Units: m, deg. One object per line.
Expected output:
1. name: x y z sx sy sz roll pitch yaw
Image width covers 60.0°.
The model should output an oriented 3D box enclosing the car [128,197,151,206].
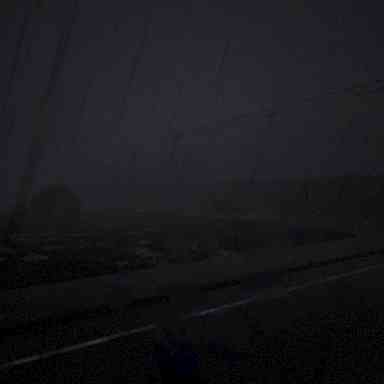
1. car: -7.869 1.491 49.628 1.882 1.535 5.008 0 0 -33

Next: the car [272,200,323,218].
1. car: 9.581 1.501 30.695 2.128 1.511 4.902 0 0 -35

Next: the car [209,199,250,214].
1. car: 3.600 1.517 32.789 1.837 1.490 4.892 0 0 -35
